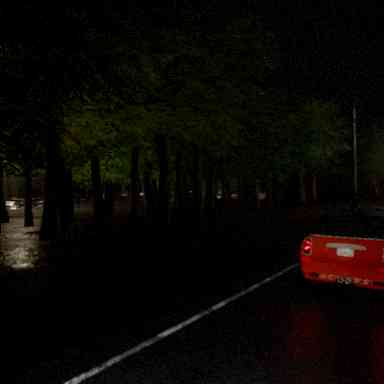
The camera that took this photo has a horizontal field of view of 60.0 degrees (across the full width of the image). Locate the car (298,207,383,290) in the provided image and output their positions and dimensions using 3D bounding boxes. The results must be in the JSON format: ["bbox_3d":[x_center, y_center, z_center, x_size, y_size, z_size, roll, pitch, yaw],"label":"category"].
[{"bbox_3d":[4.377,1.187,8.352,2.097,1.767,4.553,-1,1,38],"label":"car"}]
